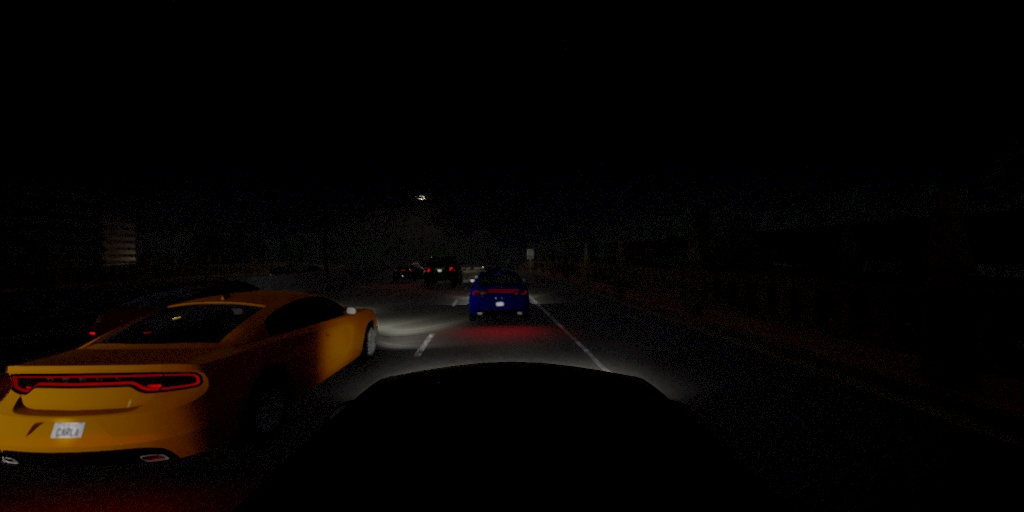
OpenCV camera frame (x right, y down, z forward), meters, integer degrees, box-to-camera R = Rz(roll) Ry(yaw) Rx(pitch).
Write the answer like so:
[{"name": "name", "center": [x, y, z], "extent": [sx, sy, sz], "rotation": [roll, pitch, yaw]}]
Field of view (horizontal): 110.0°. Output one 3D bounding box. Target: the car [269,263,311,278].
[{"name": "car", "center": [-23.315, 1.498, 37.880], "extent": [1.994, 1.385, 4.181], "rotation": [0, 0, -4]}]

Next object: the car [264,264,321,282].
[{"name": "car", "center": [-19.438, 1.451, 32.082], "extent": [2.033, 1.411, 5.357], "rotation": [0, 0, -4]}]

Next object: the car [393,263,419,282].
[{"name": "car", "center": [-8.587, 1.337, 30.061], "extent": [2.128, 1.511, 4.902], "rotation": [0, 0, -4]}]

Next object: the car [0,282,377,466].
[{"name": "car", "center": [-3.622, 1.249, 5.346], "extent": [1.882, 1.535, 5.008], "rotation": [0, 0, -2]}]

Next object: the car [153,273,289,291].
[{"name": "car", "center": [-7.275, 1.321, 8.837], "extent": [1.812, 1.442, 4.674], "rotation": [0, 0, -3]}]

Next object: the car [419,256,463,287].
[{"name": "car", "center": [-4.777, 1.039, 25.442], "extent": [2.150, 2.045, 5.566], "rotation": [0, 0, -4]}]

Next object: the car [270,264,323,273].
[{"name": "car", "center": [-15.571, 1.399, 26.616], "extent": [1.812, 1.442, 4.674], "rotation": [0, 0, -4]}]

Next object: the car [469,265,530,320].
[{"name": "car", "center": [-0.487, 1.248, 12.851], "extent": [1.882, 1.535, 5.008], "rotation": [0, 0, -3]}]
